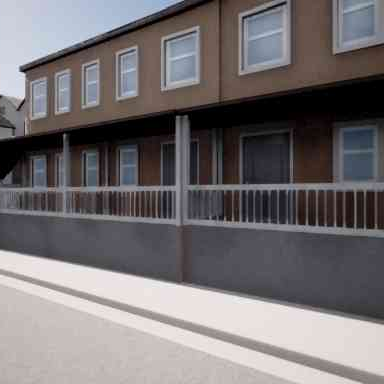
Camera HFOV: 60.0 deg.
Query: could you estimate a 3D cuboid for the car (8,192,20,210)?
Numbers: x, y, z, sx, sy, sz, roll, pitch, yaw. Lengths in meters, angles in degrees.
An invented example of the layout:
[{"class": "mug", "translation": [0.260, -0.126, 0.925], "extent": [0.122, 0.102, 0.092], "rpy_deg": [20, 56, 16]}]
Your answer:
[{"class": "car", "translation": [-15.132, 0.850, 28.667], "extent": [2.033, 1.411, 5.357], "rpy_deg": [0, 16, 34]}]
